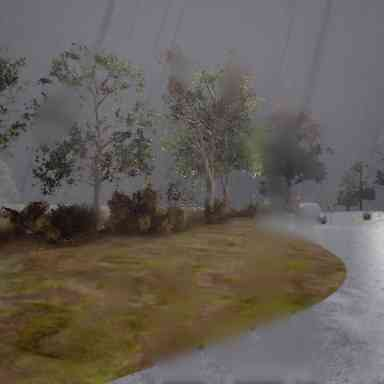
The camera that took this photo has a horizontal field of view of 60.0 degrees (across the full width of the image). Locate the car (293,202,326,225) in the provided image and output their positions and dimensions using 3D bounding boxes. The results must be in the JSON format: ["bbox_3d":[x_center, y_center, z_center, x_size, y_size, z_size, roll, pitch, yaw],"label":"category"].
[{"bbox_3d":[8.559,1.521,24.574,1.837,1.490,4.892,0,0,12],"label":"car"}]
